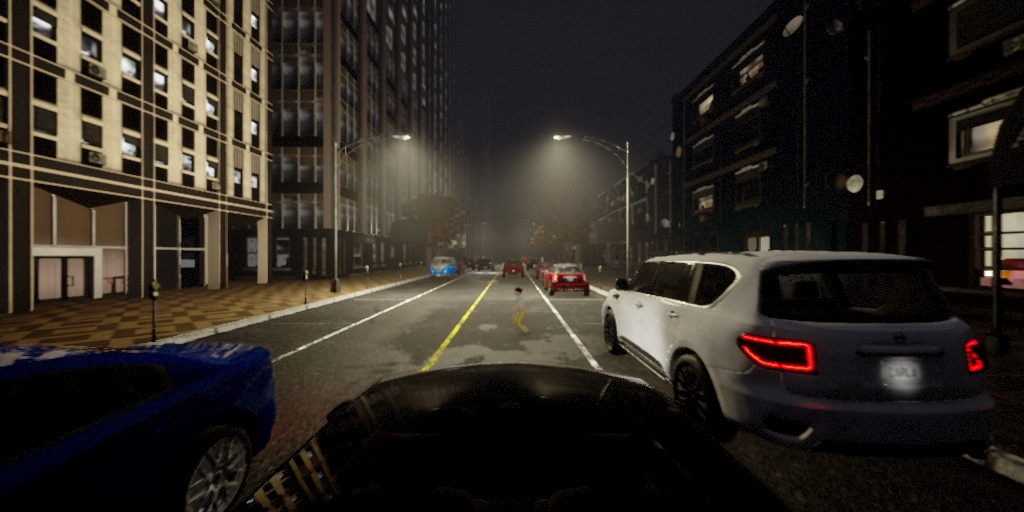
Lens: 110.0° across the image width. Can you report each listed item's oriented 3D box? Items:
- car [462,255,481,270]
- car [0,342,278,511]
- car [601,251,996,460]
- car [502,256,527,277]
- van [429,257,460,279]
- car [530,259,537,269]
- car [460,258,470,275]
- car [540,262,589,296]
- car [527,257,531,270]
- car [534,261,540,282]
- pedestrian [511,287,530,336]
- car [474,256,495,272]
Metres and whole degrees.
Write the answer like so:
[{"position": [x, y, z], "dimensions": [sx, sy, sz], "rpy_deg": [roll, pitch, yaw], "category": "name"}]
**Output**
[{"position": [-5.629, 0.861, 46.335], "dimensions": [2.192, 1.841, 5.009], "rpy_deg": [0, 0, 0], "category": "car"}, {"position": [-3.101, 1.229, 1.218], "dimensions": [1.882, 1.535, 5.008], "rpy_deg": [0, 0, 0], "category": "car"}, {"position": [3.005, 0.957, 5.447], "dimensions": [2.150, 2.045, 5.566], "rpy_deg": [0, 0, 0], "category": "car"}, {"position": [0.131, 1.081, 33.241], "dimensions": [1.882, 1.535, 5.008], "rpy_deg": [0, 1, 0], "category": "car"}, {"position": [-5.653, 0.959, 29.723], "dimensions": [1.690, 1.789, 3.998], "rpy_deg": [0, 0, 0], "category": "van"}, {"position": [2.729, 1.165, 29.711], "dimensions": [1.888, 1.381, 4.507], "rpy_deg": [0, 0, 0], "category": "car"}, {"position": [-5.645, 1.138, 35.261], "dimensions": [1.888, 1.381, 4.507], "rpy_deg": [0, 0, 0], "category": "car"}, {"position": [2.714, 1.110, 18.637], "dimensions": [1.967, 1.591, 4.097], "rpy_deg": [0, 0, 0], "category": "car"}, {"position": [2.751, 1.114, 46.322], "dimensions": [1.948, 1.339, 4.313], "rpy_deg": [0, 0, 0], "category": "car"}, {"position": [2.721, 1.227, 24.174], "dimensions": [1.802, 1.307, 4.207], "rpy_deg": [0, 0, 0], "category": "car"}, {"position": [0.239, 1.290, 8.805], "dimensions": [0.375, 1.300, 0.375], "rpy_deg": [0, 0, 2], "category": "pedestrian"}, {"position": [-3.033, 1.069, 42.627], "dimensions": [1.837, 1.490, 4.892], "rpy_deg": [0, 0, 0], "category": "car"}]
